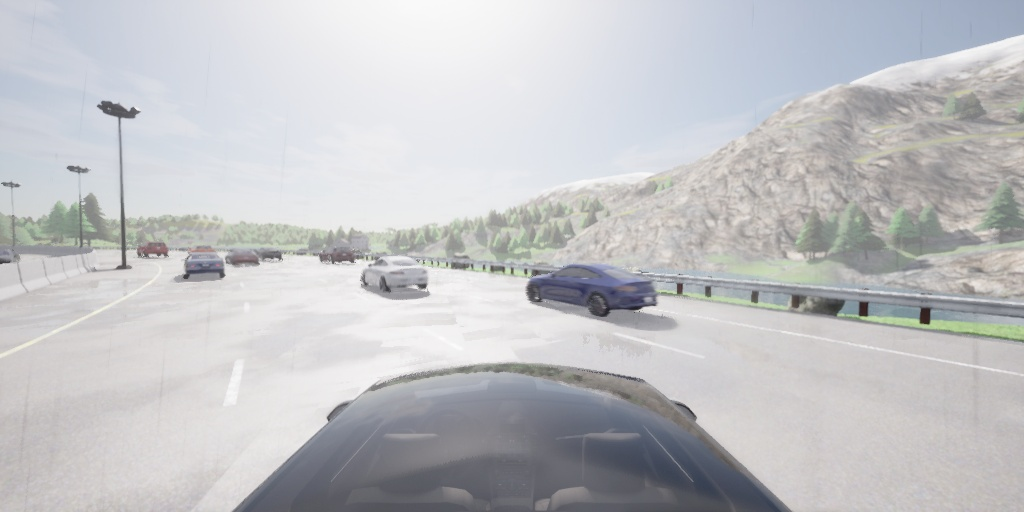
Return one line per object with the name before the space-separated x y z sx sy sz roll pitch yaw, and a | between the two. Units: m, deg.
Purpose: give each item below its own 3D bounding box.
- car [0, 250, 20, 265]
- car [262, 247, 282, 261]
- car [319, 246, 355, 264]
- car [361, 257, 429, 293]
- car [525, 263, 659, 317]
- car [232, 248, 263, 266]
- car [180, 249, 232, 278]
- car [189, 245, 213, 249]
car | -40.705 0.198 28.387 5.357 1.411 2.033 2 3 41
car | -27.205 -0.226 39.924 4.892 1.490 1.837 2 2 41
car | -17.263 -0.160 35.177 2.097 1.767 4.553 -2 3 -45
car | -5.306 0.744 16.111 1.812 1.442 4.674 -1 2 -38
car | 2.364 0.944 11.571 1.812 1.442 4.674 -1 2 -35
car | -24.481 0.107 32.484 4.181 1.385 1.994 2 3 44
car | -18.683 0.498 21.701 2.033 1.411 5.357 -1 3 -43
car | -39.436 -0.638 45.480 4.553 1.767 2.097 2 3 38
